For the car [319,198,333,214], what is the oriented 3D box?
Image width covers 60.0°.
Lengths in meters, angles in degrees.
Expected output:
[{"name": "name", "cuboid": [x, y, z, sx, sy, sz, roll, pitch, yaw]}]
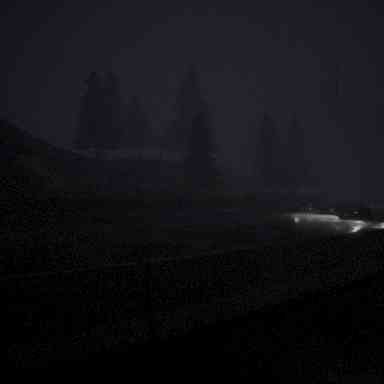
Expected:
[{"name": "car", "cuboid": [16.398, 1.699, 36.847, 2.128, 1.511, 4.902, 0, 0, 42]}]

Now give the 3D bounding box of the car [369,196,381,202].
[{"name": "car", "cuboid": [39.155, 1.694, 71.261, 1.837, 1.490, 4.892, 0, 0, 26]}]

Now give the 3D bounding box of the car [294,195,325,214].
[{"name": "car", "cuboid": [14.260, 1.421, 39.650, 2.150, 2.045, 5.566, 0, 0, 42]}]

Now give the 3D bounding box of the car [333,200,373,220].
[{"name": "car", "cuboid": [14.779, 1.704, 30.029, 1.812, 1.442, 4.674, 0, 0, 44]}]
